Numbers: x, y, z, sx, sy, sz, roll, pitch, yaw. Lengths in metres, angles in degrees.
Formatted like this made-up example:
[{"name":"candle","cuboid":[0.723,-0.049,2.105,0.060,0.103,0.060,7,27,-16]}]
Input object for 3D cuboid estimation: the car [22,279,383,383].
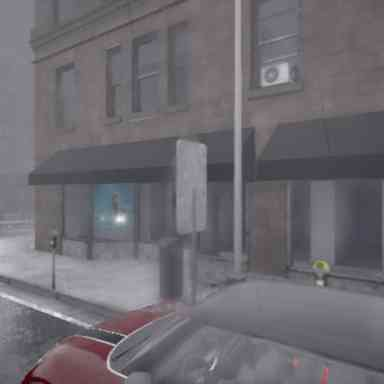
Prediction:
[{"name":"car","cuboid":[0.477,1.440,2.469,4.097,1.590,1.967,0,0,36]}]
